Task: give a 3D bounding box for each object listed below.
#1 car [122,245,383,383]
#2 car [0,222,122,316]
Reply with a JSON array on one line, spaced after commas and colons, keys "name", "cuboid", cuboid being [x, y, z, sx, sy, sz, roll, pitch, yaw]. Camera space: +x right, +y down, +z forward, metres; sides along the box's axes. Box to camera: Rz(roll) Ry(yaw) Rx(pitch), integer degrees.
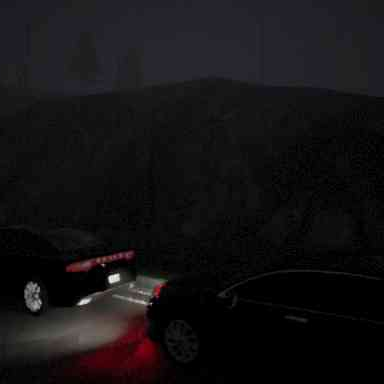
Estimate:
[{"name": "car", "cuboid": [1.577, 1.491, 4.052, 4.892, 1.490, 1.837, 0, 0, 35]}, {"name": "car", "cuboid": [-3.521, 1.424, 7.446, 5.008, 1.535, 1.882, 0, 0, 32]}]
